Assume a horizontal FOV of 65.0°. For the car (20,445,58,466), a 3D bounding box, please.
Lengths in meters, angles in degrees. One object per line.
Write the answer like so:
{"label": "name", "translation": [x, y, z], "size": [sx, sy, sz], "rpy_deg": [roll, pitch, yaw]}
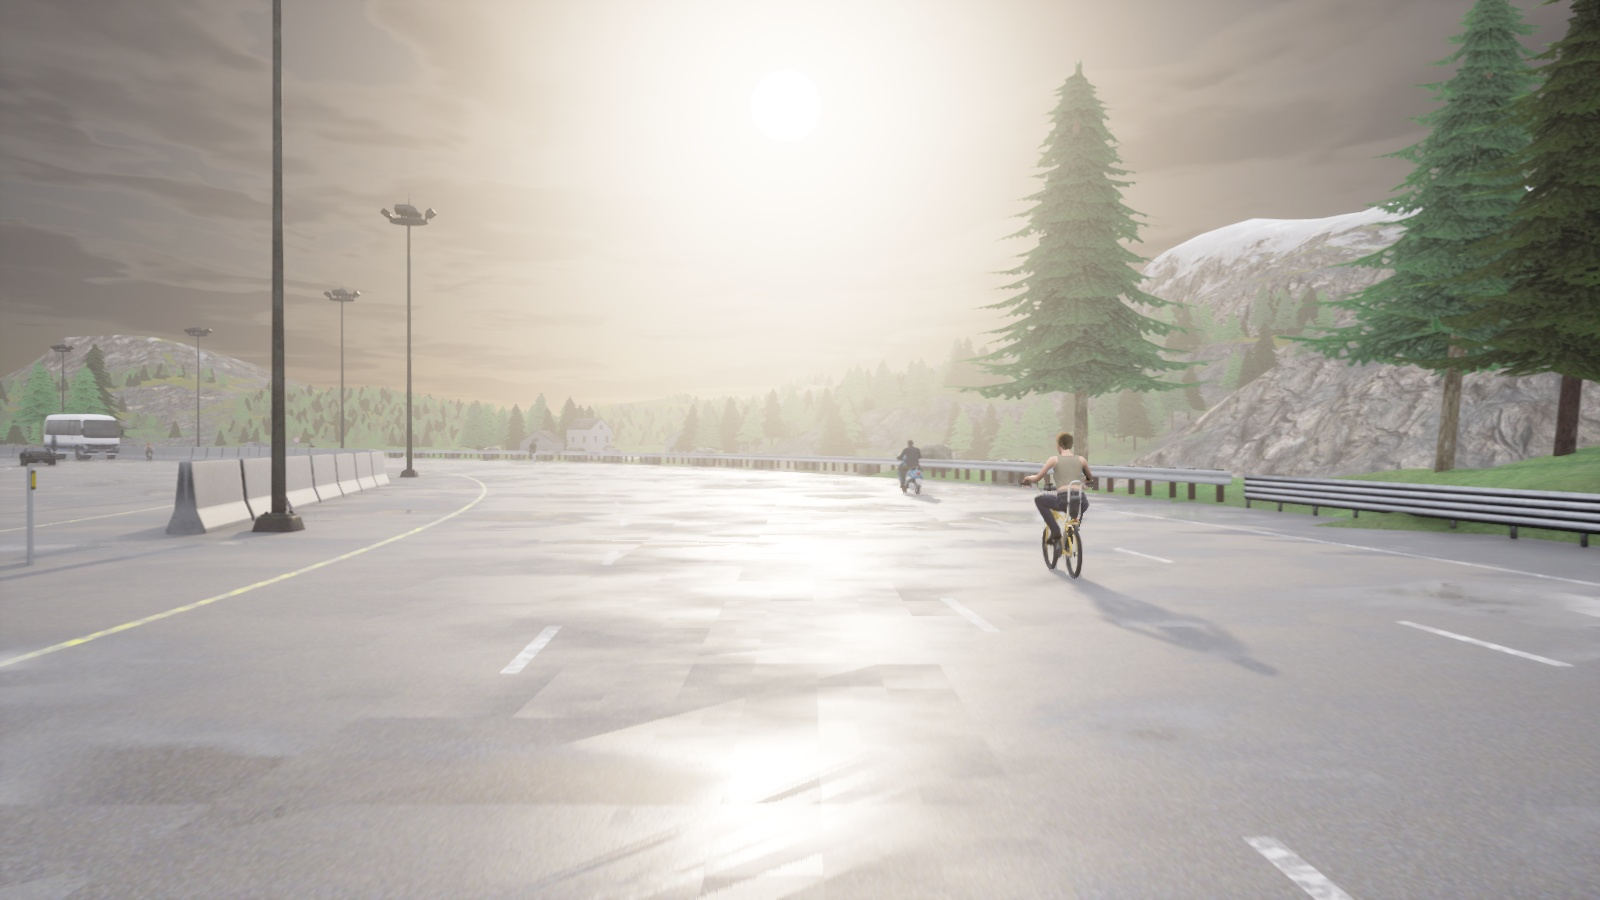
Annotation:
{"label": "car", "translation": [-50.558, 0.350, 83.377], "size": [1.895, 1.301, 4.718], "rpy_deg": [0, 0, -35]}

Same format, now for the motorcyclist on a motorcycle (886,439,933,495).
{"label": "motorcyclist on a motorcycle", "translation": [3.209, 0.494, 36.892], "size": [0.866, 1.590, 1.817], "rpy_deg": [-1, 0, -12]}

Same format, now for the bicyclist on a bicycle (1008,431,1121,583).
{"label": "bicyclist on a bicycle", "translation": [2.954, 0.605, 14.167], "size": [0.866, 1.612, 1.509], "rpy_deg": [0, 0, -4]}
